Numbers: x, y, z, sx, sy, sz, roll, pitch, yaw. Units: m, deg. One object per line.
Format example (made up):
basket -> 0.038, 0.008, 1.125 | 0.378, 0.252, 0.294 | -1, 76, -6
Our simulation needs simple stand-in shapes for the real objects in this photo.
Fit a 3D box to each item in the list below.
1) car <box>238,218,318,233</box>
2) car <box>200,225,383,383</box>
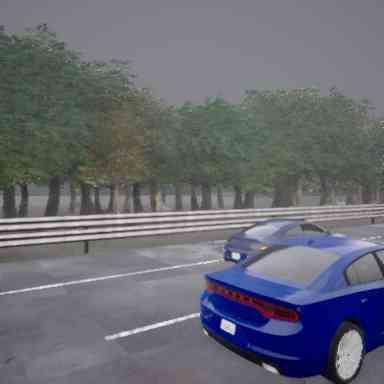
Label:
car -> 3.059, 1.526, 10.122 | 4.674, 1.442, 1.812 | 0, 0, -35
car -> 2.464, 1.479, 5.445 | 5.008, 1.535, 1.882 | 0, 0, -35
